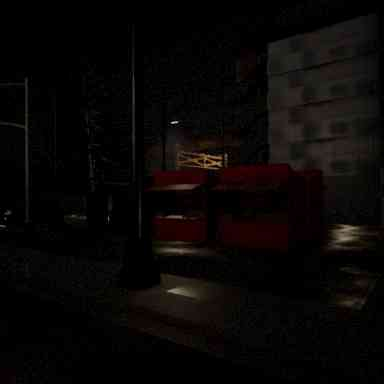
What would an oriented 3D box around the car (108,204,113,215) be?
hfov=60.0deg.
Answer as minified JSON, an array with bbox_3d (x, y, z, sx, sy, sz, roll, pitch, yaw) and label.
[{"bbox_3d":[-7.210,1.664,34.146,1.812,1.442,4.674,-1,-1,36],"label":"car"}]

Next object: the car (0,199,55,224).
[{"bbox_3d":[-12.922,1.491,26.298,2.097,1.767,4.553,-1,-1,36],"label":"car"}]
